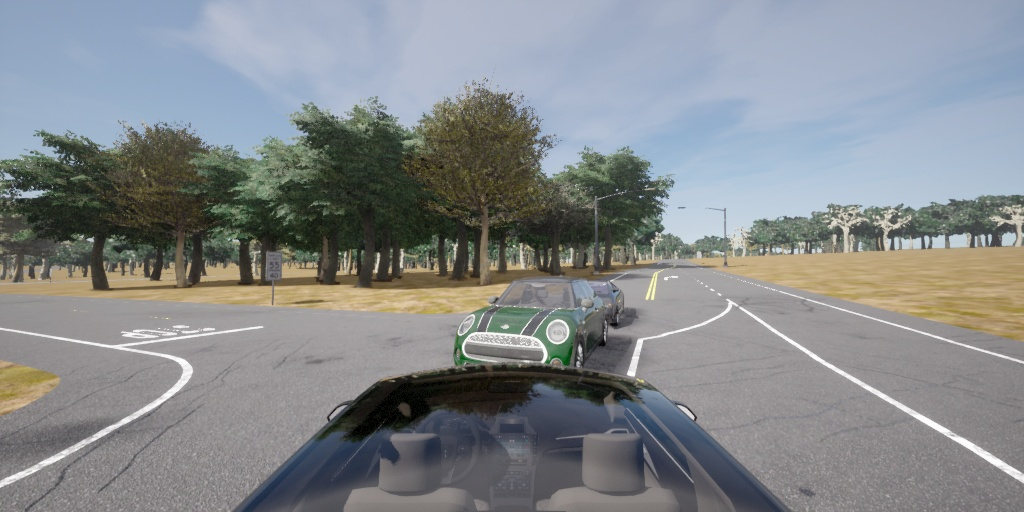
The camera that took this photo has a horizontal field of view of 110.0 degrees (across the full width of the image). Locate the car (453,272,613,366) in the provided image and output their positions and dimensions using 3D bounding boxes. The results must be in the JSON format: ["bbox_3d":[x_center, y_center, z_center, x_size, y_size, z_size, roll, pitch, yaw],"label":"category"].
[{"bbox_3d":[0.675,1.223,7.478,2.097,1.767,4.553,-1,-2,22],"label":"car"}]

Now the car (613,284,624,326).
[{"bbox_3d":[2.897,1.555,12.912,1.994,1.385,4.181,-2,0,22],"label":"car"}]
